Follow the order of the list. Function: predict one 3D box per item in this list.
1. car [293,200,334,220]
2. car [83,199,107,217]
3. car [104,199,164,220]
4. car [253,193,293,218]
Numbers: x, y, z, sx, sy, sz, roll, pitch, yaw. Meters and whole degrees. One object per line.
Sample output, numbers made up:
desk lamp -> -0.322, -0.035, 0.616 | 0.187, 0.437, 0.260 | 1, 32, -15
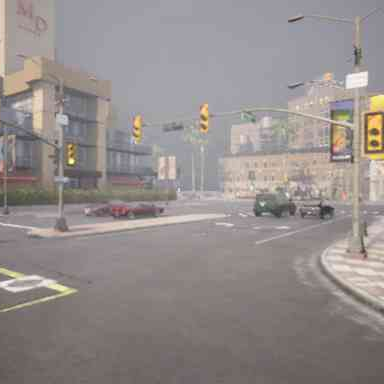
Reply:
car -> 10.547, 1.437, 27.921 | 2.128, 1.511, 4.902 | 1, 0, 36
car -> -7.296, 1.357, 29.171 | 1.812, 1.442, 4.674 | 1, 0, 36
car -> -4.450, 1.458, 27.137 | 1.895, 1.301, 4.718 | 1, 0, 36
car -> 7.363, 1.141, 29.495 | 2.150, 2.045, 5.566 | 1, 0, 36
